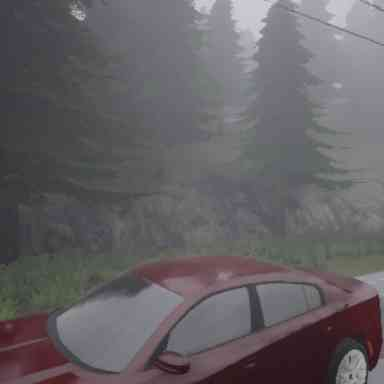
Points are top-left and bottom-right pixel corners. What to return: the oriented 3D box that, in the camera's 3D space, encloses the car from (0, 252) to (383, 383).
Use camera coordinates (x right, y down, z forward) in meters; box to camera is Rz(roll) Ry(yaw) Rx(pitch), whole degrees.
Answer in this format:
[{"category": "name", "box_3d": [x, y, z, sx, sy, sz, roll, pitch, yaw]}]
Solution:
[{"category": "car", "box_3d": [-0.081, 1.466, 3.381, 5.008, 1.535, 1.882, 0, 0, -33]}]
